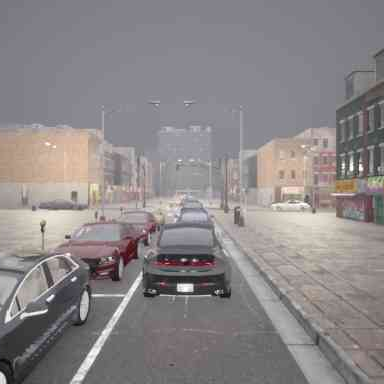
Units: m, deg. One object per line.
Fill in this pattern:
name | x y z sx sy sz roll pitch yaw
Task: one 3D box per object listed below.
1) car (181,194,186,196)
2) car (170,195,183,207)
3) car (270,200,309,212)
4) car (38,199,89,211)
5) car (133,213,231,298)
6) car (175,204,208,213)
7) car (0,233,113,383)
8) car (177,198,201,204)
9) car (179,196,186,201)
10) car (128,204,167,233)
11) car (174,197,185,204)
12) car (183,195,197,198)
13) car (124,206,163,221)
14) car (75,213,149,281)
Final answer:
car | -2.568 1.420 58.260 2.192 1.841 5.009 0 0 0
car | -2.575 1.614 52.647 1.752 1.417 4.829 0 0 0
car | 12.031 1.733 41.034 4.674 1.442 1.812 1 0 0
car | -14.610 1.494 37.993 5.357 1.411 2.033 0 0 2
car | -0.067 1.509 8.524 1.837 1.490 4.892 0 0 1
car | 0.111 1.537 15.967 1.812 1.442 4.674 0 0 0
car | -2.628 1.553 4.377 2.008 1.369 4.403 0 0 0
car | 0.052 1.505 26.236 1.882 1.535 5.008 0 0 0
car | -2.533 1.771 90.924 1.887 1.381 4.507 0 0 0
car | -2.610 1.543 20.689 1.752 1.417 4.829 0 0 0
car | -2.557 1.693 69.148 2.008 1.369 4.403 0 0 0
car | -0.014 1.587 50.737 1.837 1.490 4.892 -1 0 0
car | -2.616 1.555 15.365 1.887 1.381 4.507 0 0 0
car | -2.622 1.550 9.870 1.887 1.381 4.507 0 0 0
